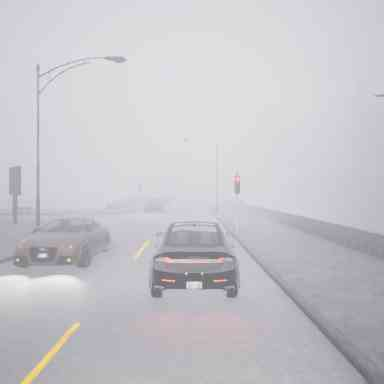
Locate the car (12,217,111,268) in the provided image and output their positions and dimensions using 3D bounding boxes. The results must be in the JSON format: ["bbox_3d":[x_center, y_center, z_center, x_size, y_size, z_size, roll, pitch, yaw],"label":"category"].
[{"bbox_3d":[-4.104,1.564,11.147,1.994,1.385,4.181,0,0,0],"label":"car"}]

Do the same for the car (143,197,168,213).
[{"bbox_3d":[-4.114,1.351,36.633,2.097,1.767,4.553,0,0,0],"label":"car"}]

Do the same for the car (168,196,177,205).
[{"bbox_3d":[-4.110,1.547,57.041,2.033,1.411,5.357,0,0,0],"label":"car"}]

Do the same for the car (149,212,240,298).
[{"bbox_3d":[0.059,1.492,8.514,2.128,1.511,4.902,0,0,0],"label":"car"}]
